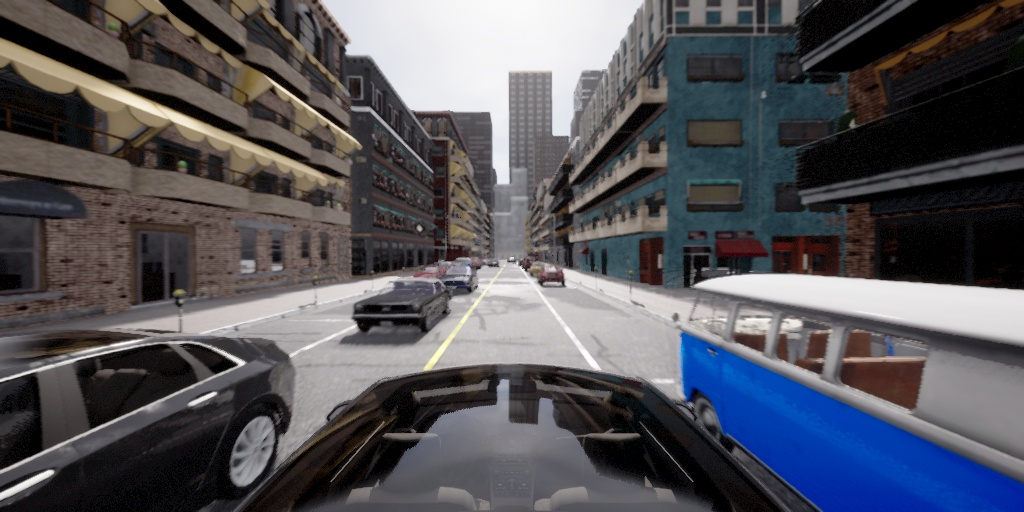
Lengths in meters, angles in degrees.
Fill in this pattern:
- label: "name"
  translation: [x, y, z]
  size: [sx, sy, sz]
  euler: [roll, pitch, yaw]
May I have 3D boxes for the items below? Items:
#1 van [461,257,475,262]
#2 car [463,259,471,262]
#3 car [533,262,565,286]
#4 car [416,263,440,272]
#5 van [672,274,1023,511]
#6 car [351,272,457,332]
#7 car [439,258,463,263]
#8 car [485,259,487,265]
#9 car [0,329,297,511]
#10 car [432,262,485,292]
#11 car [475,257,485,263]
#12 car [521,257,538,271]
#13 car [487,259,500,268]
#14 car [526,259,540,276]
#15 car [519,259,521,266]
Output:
- label: "van"
  translation: [-5.686, 1.111, 41.753]
  size: [1.690, 1.789, 3.998]
  euler: [0, 0, 0]
- label: "car"
  translation: [-5.682, 1.322, 36.151]
  size: [2.007, 1.370, 4.403]
  euler: [0, 0, 0]
- label: "car"
  translation: [2.674, 1.314, 24.925]
  size: [1.802, 1.307, 4.207]
  euler: [0, 0, 0]
- label: "car"
  translation: [-5.673, 1.355, 24.947]
  size: [1.802, 1.307, 4.207]
  euler: [0, 0, 0]
- label: "van"
  translation: [2.691, 1.077, 2.516]
  size: [1.690, 1.789, 3.998]
  euler: [0, 0, 0]
- label: "car"
  translation: [-3.103, 1.364, 11.083]
  size: [1.895, 1.301, 4.718]
  euler: [0, 0, 0]
- label: "car"
  translation: [-5.677, 1.212, 30.549]
  size: [1.967, 1.591, 4.097]
  euler: [0, 0, 0]
- label: "car"
  translation: [-5.738, 1.318, 58.560]
  size: [2.007, 1.370, 4.403]
  euler: [0, 0, 0]
- label: "car"
  translation: [-3.100, 1.271, 1.678]
  size: [1.837, 1.490, 4.892]
  euler: [0, 0, 0]
- label: "car"
  translation: [-3.074, 1.309, 21.749]
  size: [2.033, 1.411, 5.357]
  euler: [0, 0, 1]
- label: "car"
  translation: [-5.717, 1.083, 52.957]
  size: [2.192, 1.841, 5.009]
  euler: [0, 0, 0]
- label: "car"
  translation: [2.658, 1.042, 47.333]
  size: [2.192, 1.841, 5.009]
  euler: [0, 0, 0]
- label: "car"
  translation: [-3.070, 1.250, 61.483]
  size: [1.837, 1.490, 4.892]
  euler: [0, 0, 1]
- label: "car"
  translation: [2.666, 1.255, 36.299]
  size: [1.751, 1.417, 4.829]
  euler: [0, 0, 0]
- label: "car"
  translation: [2.649, 1.041, 58.537]
  size: [2.192, 1.841, 5.009]
  euler: [0, 0, 0]
